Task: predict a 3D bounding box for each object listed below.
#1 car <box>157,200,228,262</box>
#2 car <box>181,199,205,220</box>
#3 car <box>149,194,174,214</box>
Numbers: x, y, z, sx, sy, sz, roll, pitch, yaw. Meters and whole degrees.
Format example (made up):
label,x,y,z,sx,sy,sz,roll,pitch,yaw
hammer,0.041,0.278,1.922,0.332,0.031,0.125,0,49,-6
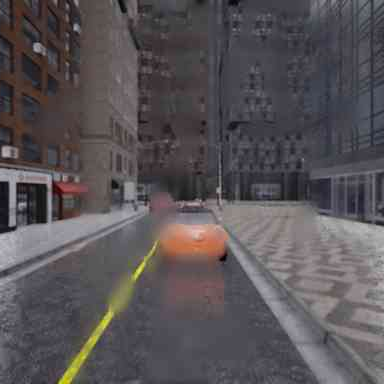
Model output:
label,x,y,z,sx,sy,sz,roll,pitch,yaw
car,0.084,1.337,12.239,2.097,1.767,4.553,0,0,0
car,0.090,1.449,28.820,1.882,1.535,5.008,0,0,0
car,-3.079,1.187,34.601,2.150,2.045,5.566,0,0,0
